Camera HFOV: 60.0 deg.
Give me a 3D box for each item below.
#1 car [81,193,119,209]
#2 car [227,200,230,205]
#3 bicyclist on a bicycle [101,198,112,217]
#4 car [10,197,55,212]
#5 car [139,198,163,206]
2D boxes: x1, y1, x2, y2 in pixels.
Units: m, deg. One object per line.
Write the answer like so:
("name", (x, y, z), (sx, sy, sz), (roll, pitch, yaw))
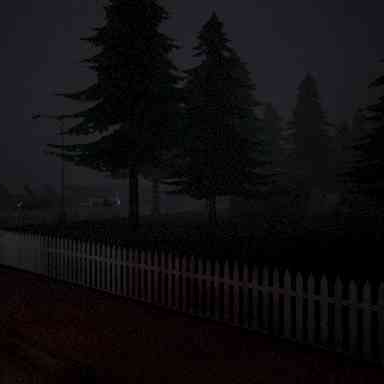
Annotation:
("car", (-12.526, 1.221, 45.694), (2.150, 2.045, 5.566), (0, 0, 34))
("car", (4.672, 1.478, 51.986), (1.882, 1.535, 5.008), (0, 0, 34))
("bicyclist on a bicycle", (-7.164, 1.302, 27.826), (1.656, 1.620, 0.582), (0, 0, 34))
("car", (-18.020, 1.352, 37.618), (2.097, 1.767, 4.553), (0, 0, 34))
("car", (-6.790, 1.491, 54.083), (2.128, 1.511, 4.902), (0, 0, 35))
